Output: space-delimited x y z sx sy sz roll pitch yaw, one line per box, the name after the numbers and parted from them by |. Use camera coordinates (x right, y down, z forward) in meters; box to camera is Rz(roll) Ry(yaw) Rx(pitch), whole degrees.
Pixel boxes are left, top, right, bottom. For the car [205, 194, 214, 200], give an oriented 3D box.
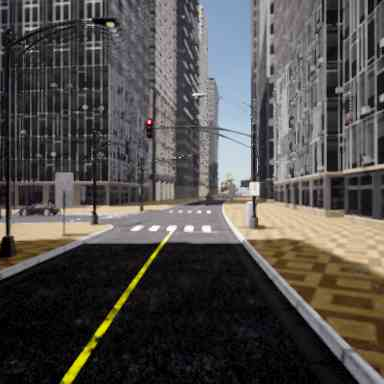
4.467 1.380 85.669 1.837 1.490 4.892 0 0 10 | car

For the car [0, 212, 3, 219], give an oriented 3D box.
-17.614 1.796 27.048 4.403 1.369 2.008 -1 0 10 | car

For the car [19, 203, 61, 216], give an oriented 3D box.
-16.097 1.836 35.289 4.403 1.369 2.008 -1 1 10 | car
